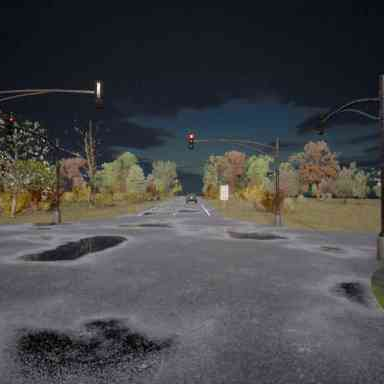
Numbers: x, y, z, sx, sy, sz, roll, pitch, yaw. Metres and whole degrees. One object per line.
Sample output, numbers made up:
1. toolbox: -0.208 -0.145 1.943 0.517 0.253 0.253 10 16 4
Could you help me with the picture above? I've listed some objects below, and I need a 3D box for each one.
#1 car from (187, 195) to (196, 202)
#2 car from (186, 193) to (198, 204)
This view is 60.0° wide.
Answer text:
1. car: -0.055 1.464 77.963 2.033 1.411 5.357 0 0 0
2. car: -0.047 1.292 67.572 2.150 2.045 5.566 0 0 0
